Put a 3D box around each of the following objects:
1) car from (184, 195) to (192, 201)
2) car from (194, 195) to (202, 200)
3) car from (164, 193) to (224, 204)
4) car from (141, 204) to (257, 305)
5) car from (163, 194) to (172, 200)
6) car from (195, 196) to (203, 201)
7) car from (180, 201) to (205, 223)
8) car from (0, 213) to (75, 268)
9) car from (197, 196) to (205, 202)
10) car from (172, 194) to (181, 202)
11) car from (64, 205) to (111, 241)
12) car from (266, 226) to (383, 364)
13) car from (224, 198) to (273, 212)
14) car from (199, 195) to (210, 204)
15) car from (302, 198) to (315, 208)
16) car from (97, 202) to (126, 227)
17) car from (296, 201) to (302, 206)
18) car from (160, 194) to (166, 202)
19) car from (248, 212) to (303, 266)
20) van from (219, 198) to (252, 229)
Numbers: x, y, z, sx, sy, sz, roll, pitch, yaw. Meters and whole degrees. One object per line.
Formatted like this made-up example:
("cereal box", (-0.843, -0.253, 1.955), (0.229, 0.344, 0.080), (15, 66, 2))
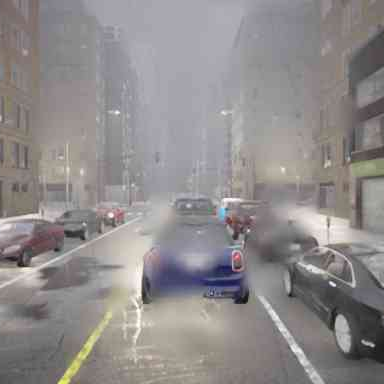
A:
("car", (-1.105, 1.615, 91.448), (1.994, 1.385, 4.181), (0, 0, -1))
("car", (1.676, 1.619, 94.475), (1.887, 1.381, 4.507), (0, 0, -1))
("car", (0.056, 1.222, 15.914), (2.150, 2.045, 5.566), (0, 0, 0))
("car", (0.032, 1.352, 8.267), (2.097, 1.767, 4.553), (0, 0, -1))
("car", (-6.847, 1.390, 94.276), (2.192, 1.841, 5.009), (0, 0, -1))
("car", (1.818, 1.639, 88.822), (1.802, 1.307, 4.206), (0, 0, -1))
("car", (0.022, 1.526, 26.480), (1.812, 1.442, 4.674), (0, 0, -1))
("car", (-5.696, 1.582, 11.244), (1.802, 1.307, 4.206), (0, 0, 0))
("car", (2.100, 1.621, 77.520), (1.802, 1.307, 4.206), (0, 0, -1))
("car", (-3.860, 1.399, 81.558), (2.097, 1.767, 4.553), (0, 0, -1))
("car", (-5.712, 1.566, 16.769), (1.947, 1.339, 4.313), (0, 0, 0))
("car", (2.846, 1.551, 5.754), (2.008, 1.369, 4.403), (0, 0, 0))
("car", (2.814, 1.315, 16.801), (2.192, 1.841, 5.009), (0, 0, 0))
("car", (2.382, 1.467, 66.214), (1.967, 1.590, 4.097), (0, 0, -1))
("car", (18.411, 1.479, 45.947), (4.902, 1.511, 2.128), (0, 0, 0))
("car", (-5.729, 1.441, 22.294), (1.967, 1.590, 4.097), (0, 0, 0))
("car", (18.328, 1.539, 49.196), (5.357, 1.411, 2.033), (0, 0, 0))
("car", (-6.423, 1.479, 77.316), (1.967, 1.590, 4.097), (0, 0, -1))
("car", (2.830, 1.566, 11.277), (1.947, 1.339, 4.313), (0, 0, 0))
("van", (2.797, 1.341, 22.325), (1.690, 1.788, 3.998), (0, 0, 0))
